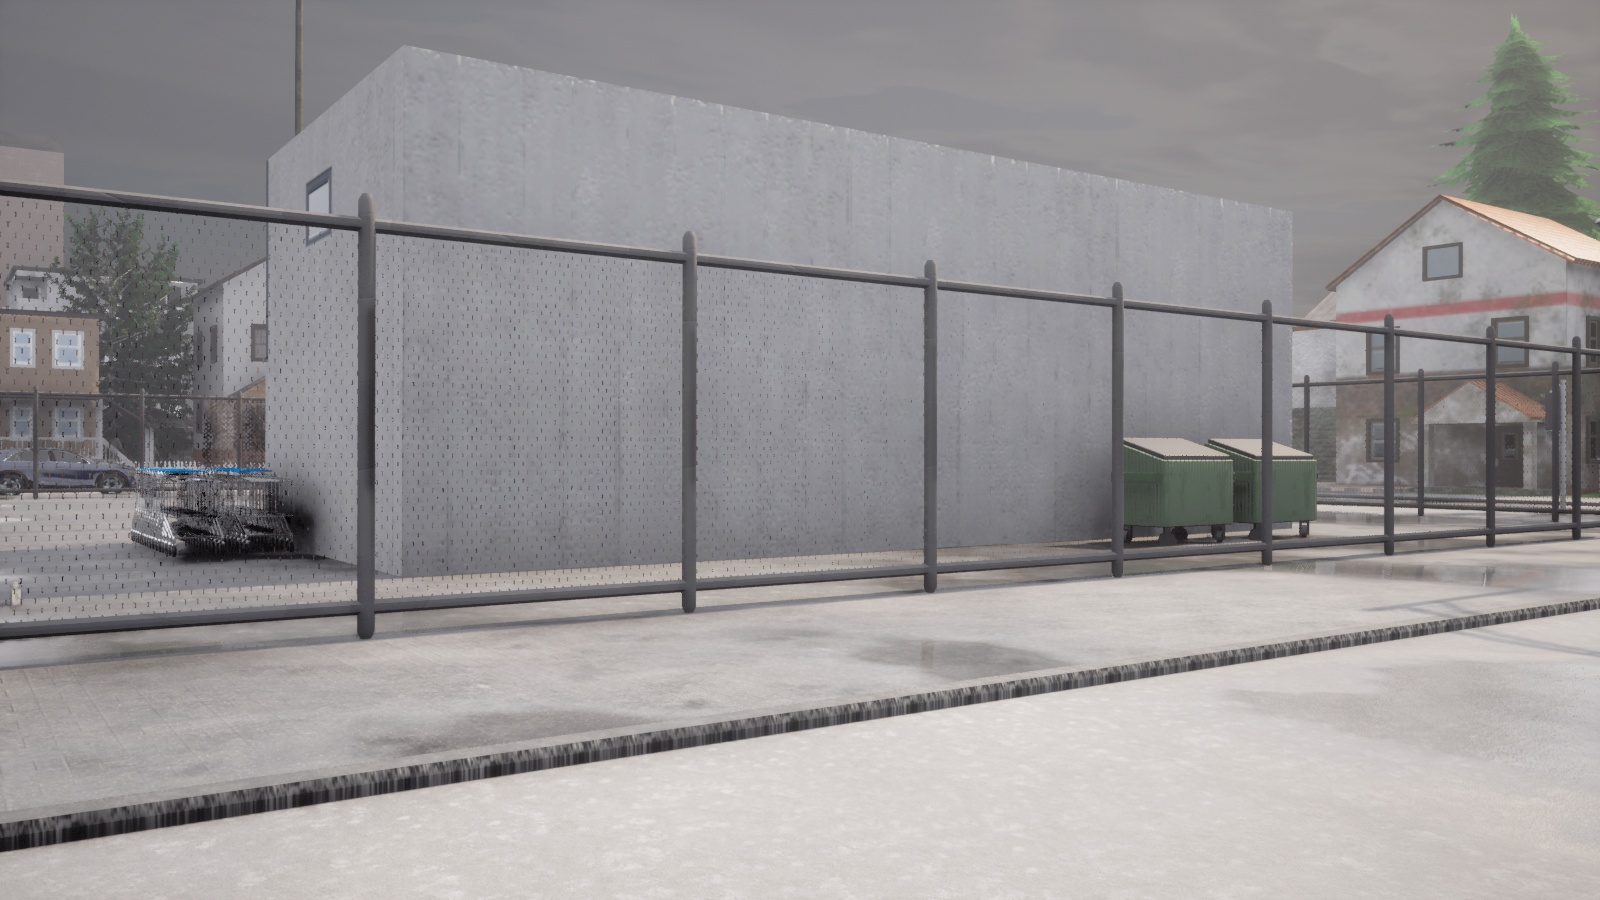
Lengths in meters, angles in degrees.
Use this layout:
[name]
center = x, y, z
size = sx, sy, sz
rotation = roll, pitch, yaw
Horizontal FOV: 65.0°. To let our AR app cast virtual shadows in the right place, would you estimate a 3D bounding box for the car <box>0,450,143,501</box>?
[car]
center = -24.908, 0.831, 42.177
size = 4.856, 1.649, 2.033
rotation = 0, 0, -34
